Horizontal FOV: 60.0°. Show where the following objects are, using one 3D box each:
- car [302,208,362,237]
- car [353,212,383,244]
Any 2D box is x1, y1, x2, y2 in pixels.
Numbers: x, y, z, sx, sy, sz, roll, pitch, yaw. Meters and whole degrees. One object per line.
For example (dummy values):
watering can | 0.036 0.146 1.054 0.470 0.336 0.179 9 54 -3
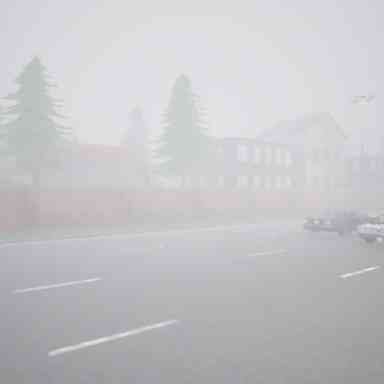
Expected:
car | 8.360 1.579 18.314 5.357 1.411 2.033 0 0 -36
car | 9.418 1.631 14.769 4.718 1.301 1.895 0 0 -36
